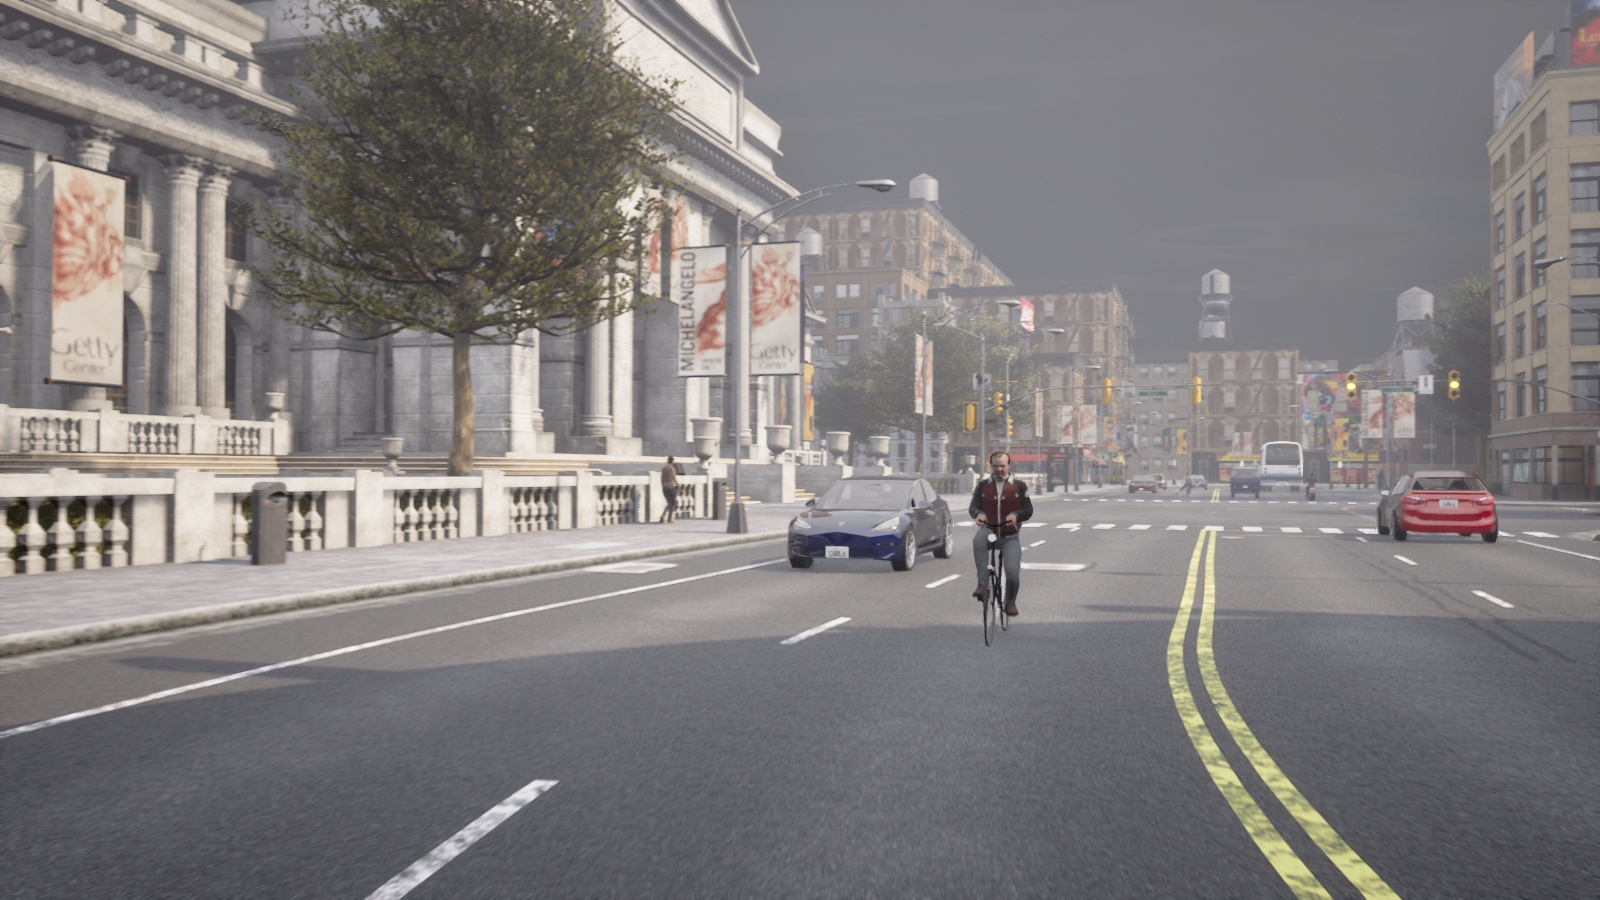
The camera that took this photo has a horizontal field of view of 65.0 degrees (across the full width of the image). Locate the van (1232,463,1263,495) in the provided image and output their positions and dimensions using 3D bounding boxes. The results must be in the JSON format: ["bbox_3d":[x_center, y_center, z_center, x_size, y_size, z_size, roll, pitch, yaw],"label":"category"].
[{"bbox_3d":[28.268,1.816,79.458,1.775,1.987,4.442,0,-1,19],"label":"van"}]

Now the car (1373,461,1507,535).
[{"bbox_3d":[15.594,1.130,30.858,2.242,1.667,4.611,0,-1,18],"label":"car"}]

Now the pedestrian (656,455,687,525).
[{"bbox_3d":[-3.369,1.034,32.915,0.328,1.805,0.869,-1,-1,35],"label":"pedestrian"}]

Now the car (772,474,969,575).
[{"bbox_3d":[1.345,1.169,21.386,2.163,1.488,4.792,0,-1,18],"label":"car"}]

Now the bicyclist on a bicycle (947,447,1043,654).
[{"bbox_3d":[1.859,0.877,11.772,0.659,1.776,1.843,0,-1,16],"label":"bicyclist on a bicycle"}]
